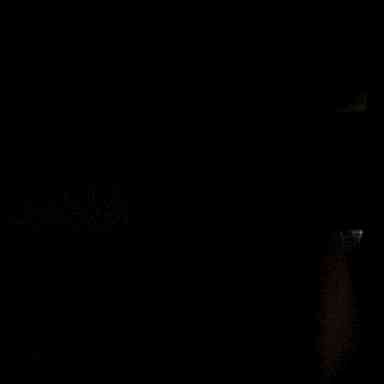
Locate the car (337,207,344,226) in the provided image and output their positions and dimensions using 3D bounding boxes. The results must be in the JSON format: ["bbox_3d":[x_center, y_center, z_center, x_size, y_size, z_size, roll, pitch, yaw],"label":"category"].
[{"bbox_3d":[8.821,1.634,22.482,1.837,1.490,4.892,0,0,39],"label":"car"}]
